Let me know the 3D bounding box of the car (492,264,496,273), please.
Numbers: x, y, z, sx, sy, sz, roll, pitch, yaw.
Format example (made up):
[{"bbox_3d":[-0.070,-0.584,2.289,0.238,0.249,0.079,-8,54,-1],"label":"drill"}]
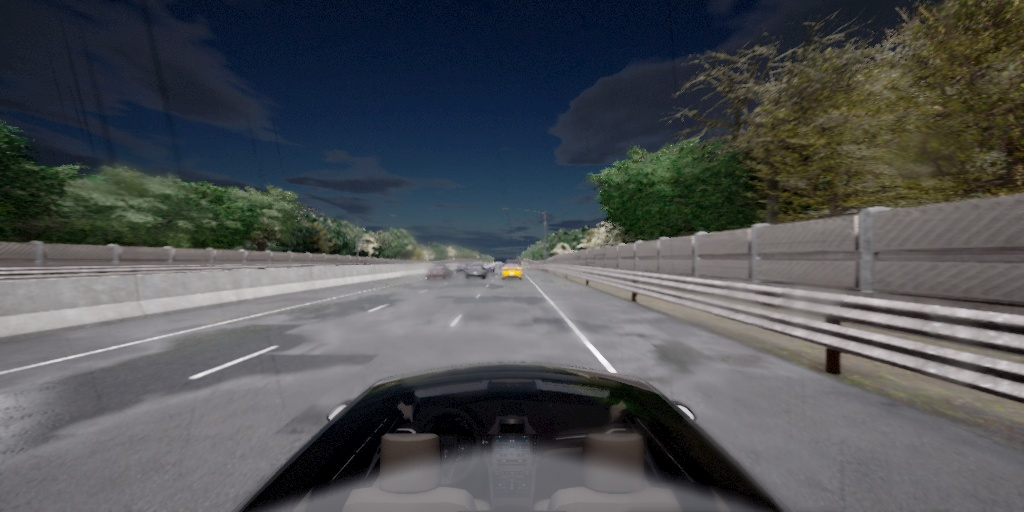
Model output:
[{"bbox_3d":[-3.440,1.860,54.126,1.895,1.301,4.718,0,-1,0],"label":"car"}]

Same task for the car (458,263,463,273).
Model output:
[{"bbox_3d":[-6.951,1.783,52.596,2.033,1.411,5.357,0,-1,0],"label":"car"}]

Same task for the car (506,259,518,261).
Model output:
[{"bbox_3d":[0.035,1.425,50.024,2.150,2.045,5.566,0,0,0],"label":"car"}]

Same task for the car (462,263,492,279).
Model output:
[{"bbox_3d":[-3.490,1.594,36.472,1.994,1.385,4.181,0,-1,1],"label":"car"}]

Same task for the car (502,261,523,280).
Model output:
[{"bbox_3d":[0.002,1.492,35.288,1.882,1.535,5.008,0,-1,0],"label":"car"}]

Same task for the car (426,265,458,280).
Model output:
[{"bbox_3d":[-7.001,1.559,35.080,2.033,1.411,5.357,0,-1,0],"label":"car"}]
